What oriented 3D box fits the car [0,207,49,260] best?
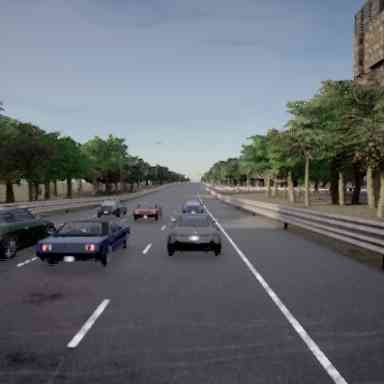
[{"bbox_3d":[-6.913,1.324,12.431,2.097,1.767,4.553,0,0,0],"label":"car"}]

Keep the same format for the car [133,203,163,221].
[{"bbox_3d":[-3.413,1.515,26.574,1.895,1.301,4.718,0,0,0],"label":"car"}]

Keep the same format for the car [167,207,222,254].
[{"bbox_3d":[0.089,1.532,13.304,1.994,1.385,4.181,0,0,0],"label":"car"}]

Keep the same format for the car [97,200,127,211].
[{"bbox_3d":[-6.906,1.428,29.034,1.812,1.442,4.674,0,0,0],"label":"car"}]

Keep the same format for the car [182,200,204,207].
[{"bbox_3d":[0.093,1.428,28.951,1.812,1.442,4.674,0,0,0],"label":"car"}]

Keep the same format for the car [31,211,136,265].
[{"bbox_3d":[-3.414,1.574,11.505,1.895,1.301,4.718,0,0,0],"label":"car"}]
